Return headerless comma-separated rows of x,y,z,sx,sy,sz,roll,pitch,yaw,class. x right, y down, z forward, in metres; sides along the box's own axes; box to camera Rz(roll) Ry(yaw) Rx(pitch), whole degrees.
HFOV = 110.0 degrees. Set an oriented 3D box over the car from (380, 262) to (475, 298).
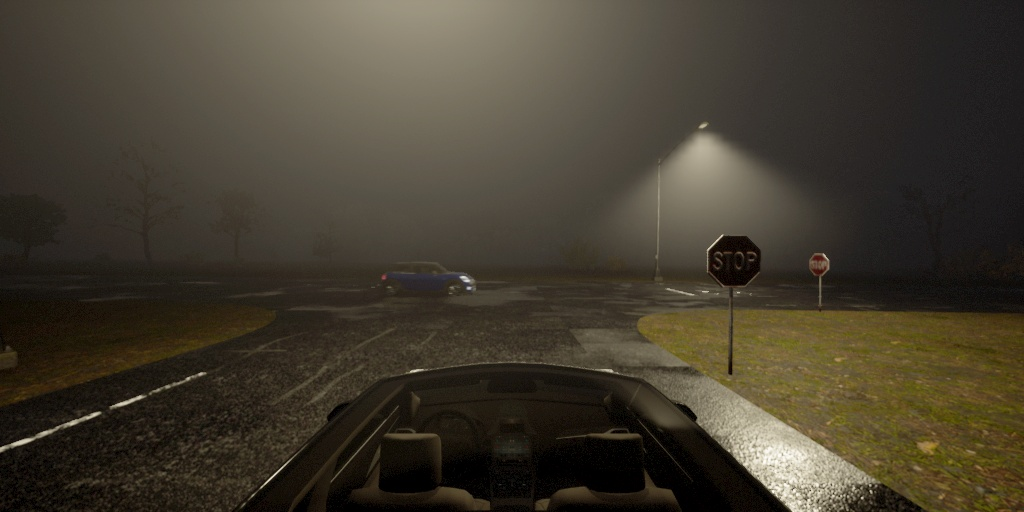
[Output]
-4.152,1.098,18.149,4.553,1.767,2.097,0,0,0,car
